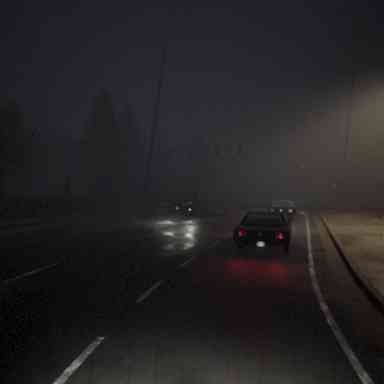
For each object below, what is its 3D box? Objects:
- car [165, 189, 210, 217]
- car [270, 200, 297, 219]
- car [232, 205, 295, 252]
[{"bbox_3d":[-0.173,0.795,26.372,2.150,2.045,5.566,1,1,19],"label":"car"},{"bbox_3d":[6.609,1.237,24.173,1.895,1.301,4.718,1,1,19],"label":"car"},{"bbox_3d":[2.922,1.401,13.053,1.895,1.301,4.718,1,1,18],"label":"car"}]
